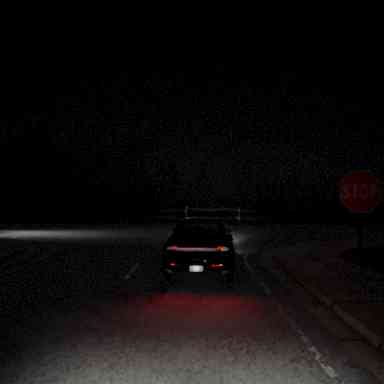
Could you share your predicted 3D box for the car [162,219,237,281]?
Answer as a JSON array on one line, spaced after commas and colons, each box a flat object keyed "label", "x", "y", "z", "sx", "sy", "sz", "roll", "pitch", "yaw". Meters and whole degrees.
[{"label": "car", "x": 0.327, "y": 1.548, "z": 10.030, "sx": 2.128, "sy": 1.511, "sz": 4.902, "roll": 0, "pitch": 0, "yaw": 5}]
